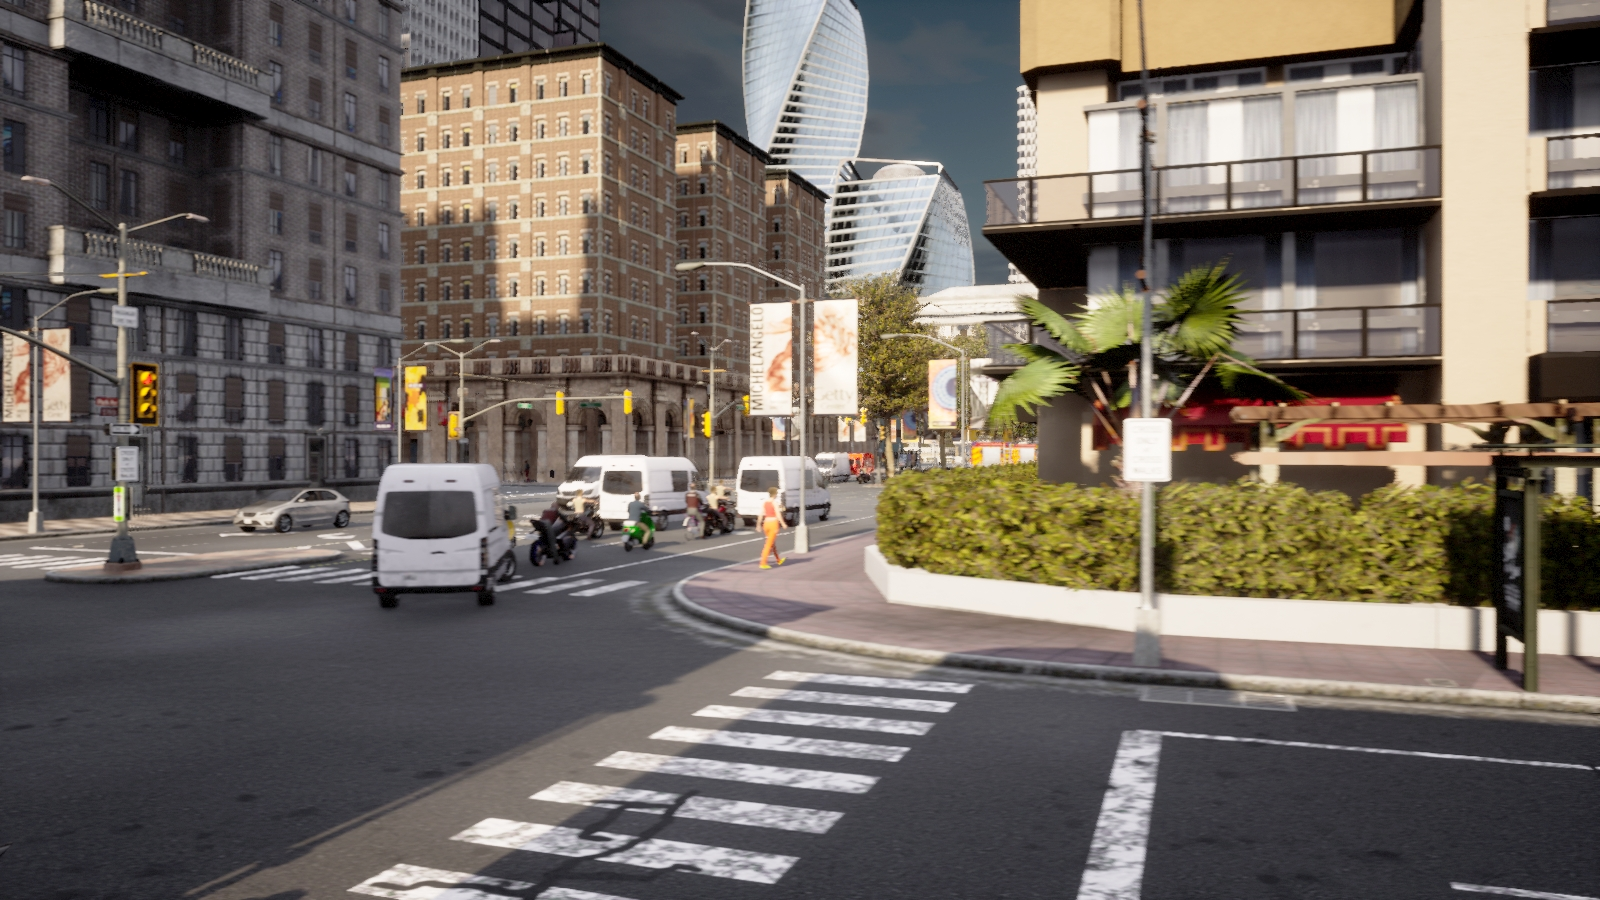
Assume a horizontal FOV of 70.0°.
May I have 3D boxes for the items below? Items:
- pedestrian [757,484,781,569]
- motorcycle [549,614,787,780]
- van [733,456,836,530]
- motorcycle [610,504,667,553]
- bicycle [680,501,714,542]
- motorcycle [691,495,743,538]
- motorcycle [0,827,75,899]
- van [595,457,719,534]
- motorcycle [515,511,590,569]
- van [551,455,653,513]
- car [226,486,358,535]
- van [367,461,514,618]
[{"bbox_3d":[-0.680,1.697,25.387,0.375,1.860,0.375,0,0,42],"label":"pedestrian"},{"bbox_3d":[-1.196,2.213,10.535,2.033,1.145,0.803,0,0,-33],"label":"motorcycle"},{"bbox_3d":[-0.481,1.534,43.483,1.988,2.561,5.915,0,0,19],"label":"van"},{"bbox_3d":[-4.506,2.182,32.028,0.856,1.236,1.805,0,0,19],"label":"motorcycle"},{"bbox_3d":[-3.213,2.210,35.632,0.329,1.171,1.835,0,0,19],"label":"bicycle"},{"bbox_3d":[-2.712,2.170,37.735,0.764,1.277,2.356,0,0,21],"label":"motorcycle"},{"bbox_3d":[-4.147,2.213,4.787,2.033,1.145,0.803,0,0,20],"label":"motorcycle"},{"bbox_3d":[-5.020,1.534,41.197,1.988,2.561,5.915,0,0,20],"label":"van"},{"bbox_3d":[-6.108,2.205,28.350,0.867,1.251,2.209,0,0,17],"label":"motorcycle"},{"bbox_3d":[-9.240,1.534,53.878,1.988,2.561,5.915,0,0,21],"label":"van"},{"bbox_3d":[-17.661,2.066,39.947,1.816,1.474,4.193,0,0,20],"label":"car"},{"bbox_3d":[-6.804,1.534,22.249,1.988,2.561,5.915,0,0,-10],"label":"van"}]
